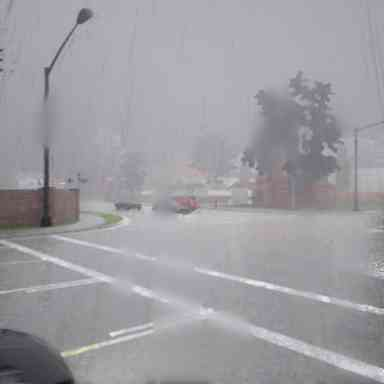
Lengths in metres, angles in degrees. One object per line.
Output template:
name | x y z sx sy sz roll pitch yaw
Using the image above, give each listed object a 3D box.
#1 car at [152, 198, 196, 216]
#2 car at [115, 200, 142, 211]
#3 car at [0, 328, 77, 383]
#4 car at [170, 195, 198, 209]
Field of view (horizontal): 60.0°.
car | -2.313 1.703 35.569 2.033 1.411 5.357 0 0 -37
car | -8.315 1.755 43.552 1.895 1.301 4.718 0 0 -37
car | -3.062 1.483 1.580 4.892 1.490 1.837 0 0 -36
car | -1.603 1.389 40.798 2.150 2.045 5.566 0 0 -37
